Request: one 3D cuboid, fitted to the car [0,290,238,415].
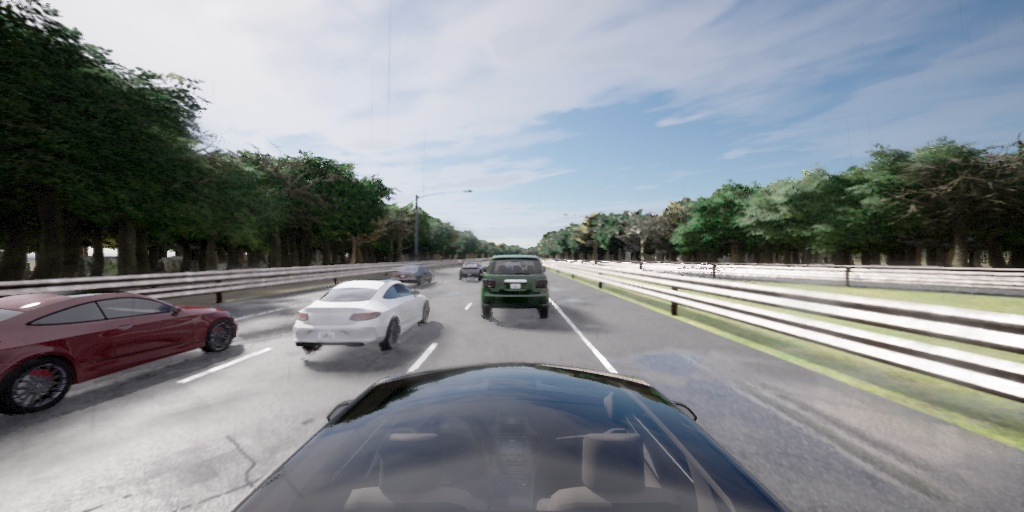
[{"bbox_3d":[-6.903,1.281,5.863,1.812,1.442,4.674,0,0,0],"label":"car"}]

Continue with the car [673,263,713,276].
[{"bbox_3d":[21.245,1.535,42.385,2.033,1.411,5.357,0,0,-19],"label":"car"}]

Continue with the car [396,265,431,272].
[{"bbox_3d":[-6.894,1.339,25.136,2.033,1.411,5.357,0,0,0],"label":"car"}]

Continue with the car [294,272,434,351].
[{"bbox_3d":[-3.395,1.285,8.870,1.812,1.442,4.674,0,0,0],"label":"car"}]

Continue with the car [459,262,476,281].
[{"bbox_3d":[-3.389,1.298,31.040,2.128,1.511,4.902,0,0,0],"label":"car"}]

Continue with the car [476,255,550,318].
[{"bbox_3d":[0.106,0.987,13.186,2.150,2.045,5.566,0,0,0],"label":"car"}]
